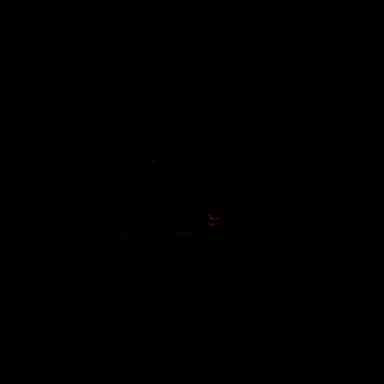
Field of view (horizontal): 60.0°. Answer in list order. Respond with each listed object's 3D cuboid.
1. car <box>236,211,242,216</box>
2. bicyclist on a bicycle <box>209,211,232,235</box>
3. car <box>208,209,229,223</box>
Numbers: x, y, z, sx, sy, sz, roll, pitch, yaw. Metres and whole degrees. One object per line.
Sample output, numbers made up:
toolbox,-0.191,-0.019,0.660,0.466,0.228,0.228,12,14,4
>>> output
car,9.208,3.703,61.231,1.812,1.442,4.674,-2,-3,15
bicyclist on a bicycle,1.971,2.144,23.149,1.656,1.620,0.582,0,-2,15
car,3.157,2.804,39.047,1.837,1.490,4.892,-2,-3,15
